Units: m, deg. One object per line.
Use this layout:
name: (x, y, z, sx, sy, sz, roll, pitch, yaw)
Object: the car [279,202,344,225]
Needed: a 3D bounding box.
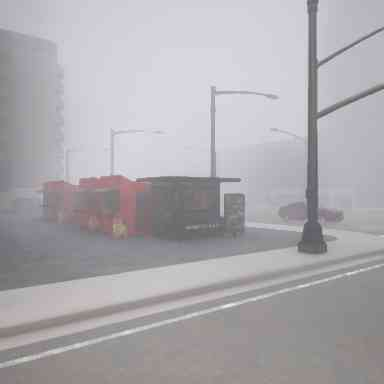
car: (9.014, 1.508, 25.489, 1.882, 1.535, 5.008, 0, 0, -36)
